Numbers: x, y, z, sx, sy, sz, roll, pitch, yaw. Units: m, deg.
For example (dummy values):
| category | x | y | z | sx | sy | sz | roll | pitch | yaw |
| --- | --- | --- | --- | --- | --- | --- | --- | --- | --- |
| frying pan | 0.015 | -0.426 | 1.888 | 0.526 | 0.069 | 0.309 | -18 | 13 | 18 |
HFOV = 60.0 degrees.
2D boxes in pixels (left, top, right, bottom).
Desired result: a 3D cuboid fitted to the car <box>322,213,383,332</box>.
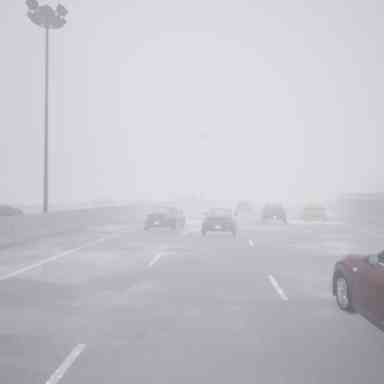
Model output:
| category | x | y | z | sx | sy | sz | roll | pitch | yaw |
| --- | --- | --- | --- | --- | --- | --- | --- | --- | --- |
| car | 3.843 | 1.393 | 4.892 | 2.097 | 1.767 | 4.553 | 0 | 0 | 2 |

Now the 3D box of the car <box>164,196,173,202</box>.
| category | x | y | z | sx | sy | sz | roll | pitch | yaw |
| --- | --- | --- | --- | --- | --- | --- | --- | --- | --- |
| car | -3.605 | 1.544 | 64.271 | 2.097 | 1.767 | 4.553 | 0 | 0 | 22 |

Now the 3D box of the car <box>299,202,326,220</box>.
| category | x | y | z | sx | sy | sz | roll | pitch | yaw |
| --- | --- | --- | --- | --- | --- | --- | --- | --- | --- |
| car | 10.866 | 1.645 | 30.115 | 1.882 | 1.535 | 5.008 | 0 | 0 | 13 |

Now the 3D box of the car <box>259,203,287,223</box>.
| category | x | y | z | sx | sy | sz | roll | pitch | yaw |
| --- | --- | --- | --- | --- | --- | --- | --- | --- | --- |
| car | 6.555 | 1.634 | 26.886 | 1.837 | 1.490 | 4.892 | 0 | 0 | 11 |

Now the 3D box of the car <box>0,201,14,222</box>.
| category | x | y | z | sx | sy | sz | roll | pitch | yaw |
| --- | --- | --- | --- | --- | --- | --- | --- | --- | --- |
| car | -15.503 | 1.465 | 23.942 | 2.128 | 1.511 | 4.902 | 0 | 0 | 9 |

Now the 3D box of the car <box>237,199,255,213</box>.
| category | x | y | z | sx | sy | sz | roll | pitch | yaw |
| --- | --- | --- | --- | --- | --- | --- | --- | --- | --- |
| car | 6.514 | 1.677 | 40.602 | 1.837 | 1.490 | 4.892 | 0 | 0 | 17 |

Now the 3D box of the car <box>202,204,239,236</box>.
| category | x | y | z | sx | sy | sz | roll | pitch | yaw |
| --- | --- | --- | --- | --- | --- | --- | --- | --- | --- |
| car | 1.620 | 1.597 | 19.019 | 1.812 | 1.442 | 4.674 | 0 | 0 | 8 |

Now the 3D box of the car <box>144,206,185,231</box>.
| category | x | y | z | sx | sy | sz | roll | pitch | yaw |
| --- | --- | --- | --- | --- | --- | --- | --- | --- | --- |
| car | -1.636 | 1.581 | 20.812 | 1.812 | 1.442 | 4.674 | 0 | 0 | 9 |

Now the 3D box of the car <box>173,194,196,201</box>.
| category | x | y | z | sx | sy | sz | roll | pitch | yaw |
| --- | --- | --- | --- | --- | --- | --- | --- | --- | --- |
| car | -0.982 | 1.419 | 61.392 | 2.150 | 2.045 | 5.566 | 0 | 0 | 22 |

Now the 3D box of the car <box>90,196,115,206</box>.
| category | x | y | z | sx | sy | sz | roll | pitch | yaw |
| --- | --- | --- | --- | --- | --- | --- | --- | --- | --- |
| car | -14.719 | 1.428 | 54.824 | 2.097 | 1.767 | 4.553 | 0 | 0 | 20 |

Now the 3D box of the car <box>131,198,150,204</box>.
| category | x | y | z | sx | sy | sz | roll | pitch | yaw |
| --- | --- | --- | --- | --- | --- | --- | --- | --- | --- |
| car | -9.243 | 1.691 | 59.480 | 1.994 | 1.385 | 4.181 | 0 | 0 | 21 |

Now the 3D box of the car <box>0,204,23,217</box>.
| category | x | y | z | sx | sy | sz | roll | pitch | yaw |
| --- | --- | --- | --- | --- | --- | --- | --- | --- | --- |
| car | -12.494 | 1.473 | 20.381 | 2.128 | 1.511 | 4.902 | 0 | 0 | 8 |
